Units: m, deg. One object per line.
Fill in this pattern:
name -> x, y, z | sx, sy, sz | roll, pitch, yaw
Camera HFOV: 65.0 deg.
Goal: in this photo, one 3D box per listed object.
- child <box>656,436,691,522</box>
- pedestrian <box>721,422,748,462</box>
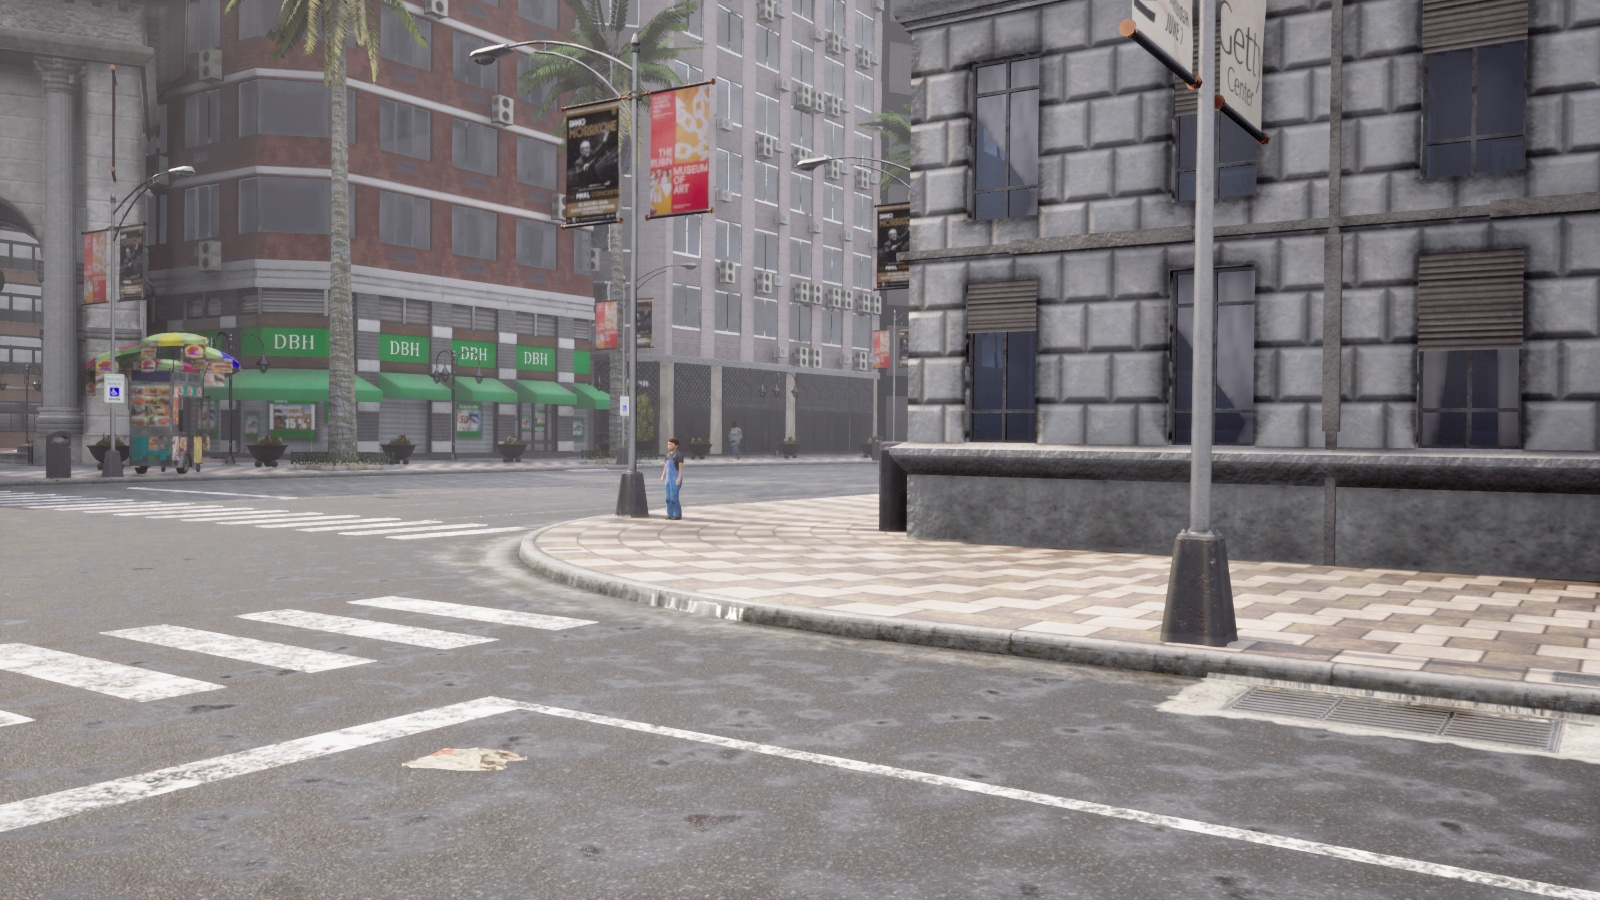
child -> -1.903, 0.427, 18.894 | 0.270, 1.263, 0.437 | 0, 1, 43
pedestrian -> -3.090, -0.391, 59.107 | 0.874, 1.855, 0.900 | 0, 1, 45
